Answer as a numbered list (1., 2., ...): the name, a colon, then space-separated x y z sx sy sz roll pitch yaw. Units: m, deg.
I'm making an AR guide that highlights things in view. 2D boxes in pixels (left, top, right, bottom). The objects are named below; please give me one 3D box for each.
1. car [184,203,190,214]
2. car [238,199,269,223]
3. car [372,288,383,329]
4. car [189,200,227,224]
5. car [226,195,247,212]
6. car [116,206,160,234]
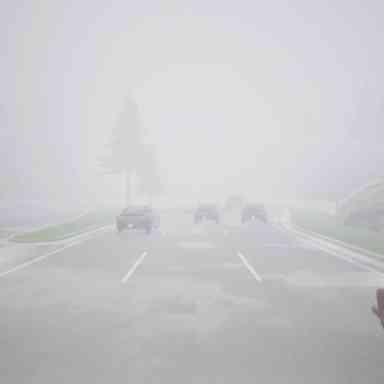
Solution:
1. car: 0.672 1.724 37.055 1.895 1.301 4.718 0 0 16
2. car: 5.053 1.594 26.619 1.837 1.490 4.892 -1 0 13
3. car: 3.602 1.611 2.808 1.895 1.301 4.718 0 0 0
4. car: 1.375 1.591 25.770 1.837 1.490 4.892 0 0 12
5. car: 5.480 1.357 41.096 2.150 2.045 5.566 0 0 16
6. car: -3.087 1.558 19.803 2.128 1.511 4.902 0 0 3
